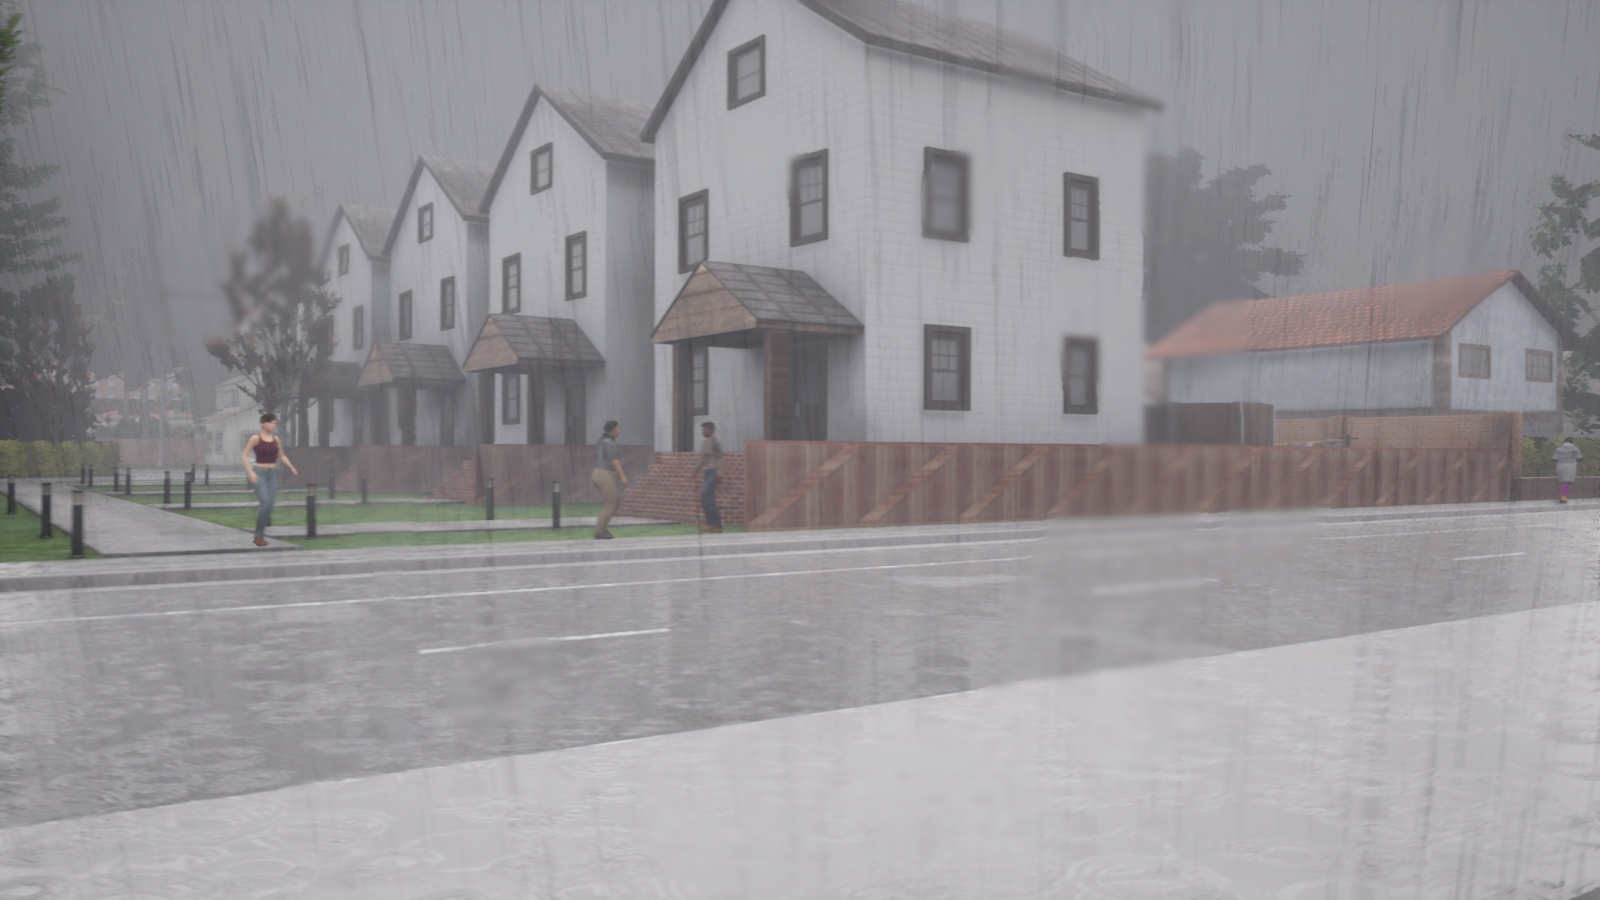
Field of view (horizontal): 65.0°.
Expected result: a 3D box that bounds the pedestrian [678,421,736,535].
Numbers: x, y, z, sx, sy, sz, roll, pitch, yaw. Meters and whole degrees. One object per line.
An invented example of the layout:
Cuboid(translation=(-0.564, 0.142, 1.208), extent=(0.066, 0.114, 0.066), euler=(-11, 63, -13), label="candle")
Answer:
Cuboid(translation=(-1.500, 0.447, 20.222), extent=(0.869, 1.805, 0.328), euler=(0, 0, -27), label="pedestrian")

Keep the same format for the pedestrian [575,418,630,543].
Cuboid(translation=(-2.970, 0.450, 18.857), extent=(0.694, 1.848, 0.540), euler=(0, 0, -23), label="pedestrian")

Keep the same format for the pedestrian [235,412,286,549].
Cuboid(translation=(-7.309, 0.407, 17.011), extent=(0.594, 1.836, 0.345), euler=(0, 0, 28), label="pedestrian")

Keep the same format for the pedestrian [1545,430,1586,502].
Cuboid(translation=(21.250, 0.440, 34.857), extent=(0.873, 1.952, 0.659), euler=(0, 0, -36), label="pedestrian")
